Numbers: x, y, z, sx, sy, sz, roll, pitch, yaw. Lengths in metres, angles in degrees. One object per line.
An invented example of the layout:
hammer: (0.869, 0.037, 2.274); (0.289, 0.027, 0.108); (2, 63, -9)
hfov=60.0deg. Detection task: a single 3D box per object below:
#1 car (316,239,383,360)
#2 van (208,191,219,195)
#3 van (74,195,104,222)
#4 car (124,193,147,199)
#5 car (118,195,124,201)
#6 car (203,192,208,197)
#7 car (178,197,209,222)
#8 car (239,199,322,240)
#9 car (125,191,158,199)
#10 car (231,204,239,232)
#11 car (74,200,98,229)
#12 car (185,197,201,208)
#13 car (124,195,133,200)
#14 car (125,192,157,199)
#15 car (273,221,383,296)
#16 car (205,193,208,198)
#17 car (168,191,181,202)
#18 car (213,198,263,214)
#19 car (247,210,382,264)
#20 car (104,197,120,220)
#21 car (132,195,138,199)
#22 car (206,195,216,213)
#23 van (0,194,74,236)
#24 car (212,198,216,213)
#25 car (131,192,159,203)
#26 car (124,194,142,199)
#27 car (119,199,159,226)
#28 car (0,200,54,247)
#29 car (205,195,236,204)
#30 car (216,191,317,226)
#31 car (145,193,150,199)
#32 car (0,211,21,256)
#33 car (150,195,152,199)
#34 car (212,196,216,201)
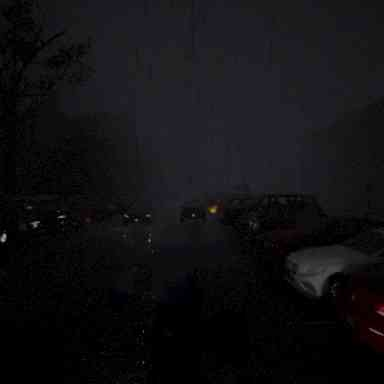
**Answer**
car: (4.412, 1.537, 4.433); (4.674, 1.452, 2.002); (0, 0, 0)
van: (4.298, 1.037, 35.522); (4.442, 1.987, 1.878); (0, 0, 0)
van: (-8.269, 1.147, 21.332); (4.442, 1.987, 1.878); (0, 0, 0)
car: (-8.148, 1.242, 38.273); (5.008, 1.535, 2.097); (0, 0, 0)
car: (-8.184, 1.204, 26.854); (4.553, 1.767, 2.185); (0, 0, 0)
car: (4.421, 1.151, 49.651); (5.008, 1.535, 2.097); (0, 1, 0)
car: (0.101, 1.389, 25.074); (1.812, 1.442, 4.674); (0, 1, 0)
car: (4.383, 1.311, 12.918); (4.553, 1.767, 2.185); (0, 0, 0)
car: (-8.130, 0.877, 52.265); (5.566, 2.045, 2.435); (0, 0, 0)
car: (4.412, 1.455, 15.745); (4.674, 1.452, 2.002); (0, 0, 0)
car: (-8.161, 1.395, 18.509); (4.892, 1.521, 2.231); (0, 0, 0)
car: (0.101, 1.329, 42.678); (1.895, 1.301, 4.718); (0, 0, 0)
car: (-8.148, 1.308, 29.678); (5.008, 1.535, 2.097); (0, 0, 0)
car: (-8.164, 1.153, 49.567); (4.892, 1.521, 2.231); (0, 0, 0)
car: (4.417, 1.520, 7.268); (4.674, 1.452, 2.002); (0, 0, 0)
car: (4.418, 1.237, 44.001); (4.674, 1.452, 2.002); (0, 0, 0)
car: (-3.271, 0.760, 63.507); (2.150, 2.045, 5.566); (0, 1, 1)
car: (4.418, 1.325, 32.698); (4.674, 1.452, 2.002); (0, 0, 0)
car: (4.420, 1.459, 10.093); (5.008, 1.535, 2.097); (0, 0, 0)
car: (-8.158, 1.352, 24.031); (5.008, 1.535, 2.097); (0, 0, 0)
car: (-8.158, 1.286, 32.501); (5.008, 1.535, 2.097); (0, 0, 0)
car: (4.230, 1.303, 29.873); (5.366, 1.575, 1.946); (0, 0, 0)
van: (-8.273, 1.190, 15.682); (4.442, 1.987, 1.878); (0, 1, 0)
car: (4.230, 1.369, 21.396); (5.366, 1.575, 1.946); (0, 0, 0)
car: (-8.095, 0.942, 58.046); (4.553, 1.767, 2.185); (0, 0, 0)
car: (-8.182, 1.293, 35.449); (4.792, 1.488, 2.163); (0, 0, 0)
car: (-3.349, 1.410, 22.382); (1.812, 1.442, 4.674); (0, 0, 0)
car: (-8.125, 1.313, 12.736); (4.553, 1.767, 2.185); (0, 0, 0)
car: (4.418, 1.166, 52.479); (4.674, 1.452, 2.002); (0, 1, 0)
car: (4.387, 1.142, 18.568); (5.566, 2.045, 2.435); (0, 0, 0)
car: (-8.148, 1.220, 41.097); (5.008, 1.535, 2.097); (0, 0, 0)
car: (-8.188, 1.489, 10.040); (4.792, 1.488, 2.163); (0, 1, 0)
car: (-8.149, 1.199, 43.921); (4.892, 1.521, 2.231); (0, 1, 0)
car: (4.601, 1.325, 27.047); (5.366, 1.575, 1.946); (0, 0, 0)
